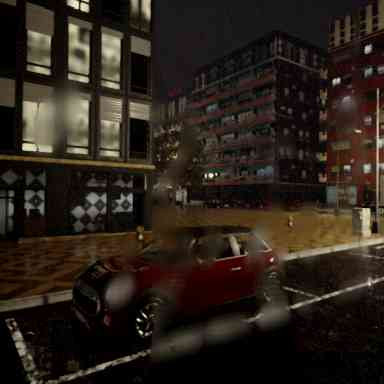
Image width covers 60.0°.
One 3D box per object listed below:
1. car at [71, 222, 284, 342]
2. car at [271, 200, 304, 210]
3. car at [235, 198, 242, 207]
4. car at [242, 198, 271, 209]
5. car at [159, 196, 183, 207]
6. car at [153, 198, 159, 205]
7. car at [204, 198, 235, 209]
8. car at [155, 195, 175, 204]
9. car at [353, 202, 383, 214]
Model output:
[{"bbox_3d":[-0.151,1.439,6.431,4.097,1.590,1.967,0,1,-35],"label":"car"},{"bbox_3d":[13.475,1.786,46.026,1.802,1.307,4.206,1,-1,-35],"label":"car"},{"bbox_3d":[6.944,1.706,55.298,1.967,1.590,4.097,1,-1,-35],"label":"car"},{"bbox_3d":[10.210,1.780,50.662,1.887,1.381,4.507,1,-1,-35],"label":"car"},{"bbox_3d":[-3.176,1.717,55.111,1.887,1.381,4.507,1,-1,-35],"label":"car"},{"bbox_3d":[-6.442,1.748,59.747,1.887,1.381,4.507,1,-1,-35],"label":"car"},{"bbox_3d":[3.356,1.662,45.840,2.008,1.369,4.403,1,-1,-35],"label":"car"},{"bbox_3d":[-6.120,1.704,73.842,2.192,1.841,5.009,1,-1,-35],"label":"car"},{"bbox_3d":[20.008,1.710,36.756,1.947,1.339,4.313,1,-1,-35],"label":"car"}]
